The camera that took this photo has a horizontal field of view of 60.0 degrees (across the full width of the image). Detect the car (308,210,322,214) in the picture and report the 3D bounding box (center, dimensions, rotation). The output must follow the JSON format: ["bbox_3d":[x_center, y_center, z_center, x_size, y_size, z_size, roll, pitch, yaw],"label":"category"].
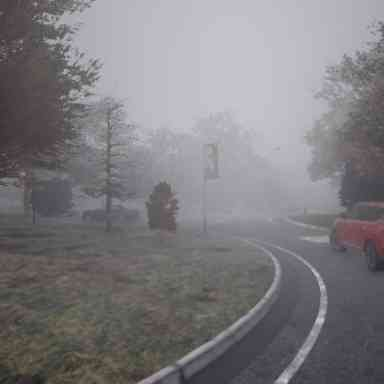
[{"bbox_3d":[25.595,4.382,69.122,1.882,1.535,5.008,-1,-5,35],"label":"car"}]

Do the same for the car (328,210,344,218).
[{"bbox_3d":[30.252,4.675,69.680,2.128,1.511,4.902,-1,-5,35],"label":"car"}]

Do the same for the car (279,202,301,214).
[{"bbox_3d":[16.739,2.775,56.518,2.150,2.045,5.566,-1,-5,35],"label":"car"}]

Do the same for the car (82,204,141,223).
[{"bbox_3d":[-6.850,1.787,28.131,5.008,1.535,1.882,0,-1,12],"label":"car"}]

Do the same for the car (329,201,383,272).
[{"bbox_3d":[6.463,1.311,11.156,2.150,2.045,5.566,0,-1,7],"label":"car"}]
